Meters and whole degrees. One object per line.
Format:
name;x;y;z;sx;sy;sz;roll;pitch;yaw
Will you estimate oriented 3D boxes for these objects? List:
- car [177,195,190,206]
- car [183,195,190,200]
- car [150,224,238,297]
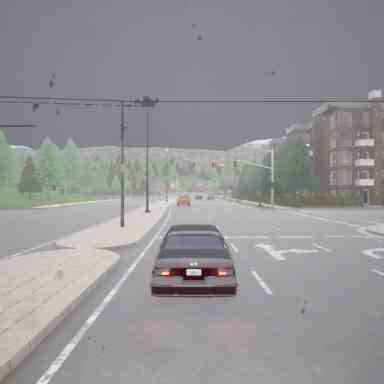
car;-1.364;1.352;54.470;2.097;1.767;4.553;0;0;-1
car;-1.556;1.524;95.473;1.812;1.442;4.674;0;0;0
car;0.042;1.547;8.725;2.033;1.411;5.357;0;0;0
